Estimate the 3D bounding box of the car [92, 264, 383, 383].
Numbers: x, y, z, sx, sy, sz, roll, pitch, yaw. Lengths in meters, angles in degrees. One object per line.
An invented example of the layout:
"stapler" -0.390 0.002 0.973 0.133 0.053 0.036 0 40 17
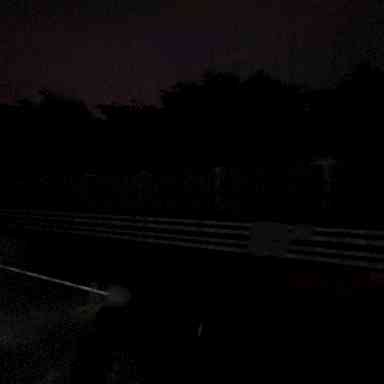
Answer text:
"car" 1.137 1.479 3.182 5.008 1.535 1.882 0 0 35
